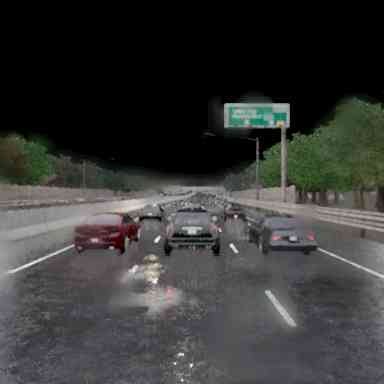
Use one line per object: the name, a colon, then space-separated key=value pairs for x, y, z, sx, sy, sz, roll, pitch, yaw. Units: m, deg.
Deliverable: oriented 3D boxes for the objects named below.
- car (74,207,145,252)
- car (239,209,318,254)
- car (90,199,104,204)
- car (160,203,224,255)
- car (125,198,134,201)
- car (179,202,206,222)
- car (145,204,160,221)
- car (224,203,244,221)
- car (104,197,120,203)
car: x=-3.486 y=1.597 z=14.454 sx=1.882 sy=1.535 sz=5.008 roll=0 pitch=0 yaw=0
car: x=3.507 y=1.663 z=13.941 sx=2.033 sy=1.411 sz=5.357 roll=0 pitch=0 yaw=0
car: x=-20.544 y=2.068 z=72.441 sx=1.895 sy=1.301 sz=4.718 roll=0 pitch=0 yaw=1
car: x=0.009 y=1.467 z=14.029 sx=2.097 sy=1.767 sz=4.553 roll=0 pitch=-1 yaw=0
car: x=-13.544 y=2.026 z=72.366 sx=1.994 sy=1.385 sz=4.181 roll=0 pitch=0 yaw=1
car: x=0.061 y=1.709 z=29.227 sx=2.128 sy=1.511 sz=4.902 roll=0 pitch=0 yaw=0
car: x=-3.437 y=1.782 z=29.301 sx=1.994 sy=1.385 sz=4.181 roll=0 pitch=0 yaw=0
car: x=3.561 y=1.725 z=29.223 sx=1.837 sy=1.490 sz=4.892 roll=0 pitch=0 yaw=0
car: x=-17.043 y=1.828 z=72.450 sx=2.097 sy=1.767 sz=4.553 roll=0 pitch=0 yaw=1
